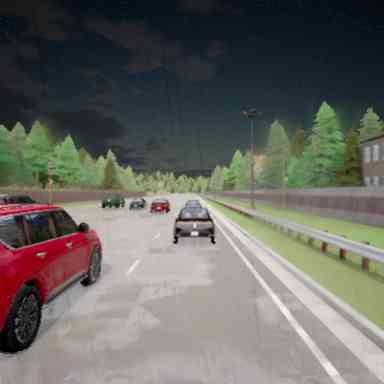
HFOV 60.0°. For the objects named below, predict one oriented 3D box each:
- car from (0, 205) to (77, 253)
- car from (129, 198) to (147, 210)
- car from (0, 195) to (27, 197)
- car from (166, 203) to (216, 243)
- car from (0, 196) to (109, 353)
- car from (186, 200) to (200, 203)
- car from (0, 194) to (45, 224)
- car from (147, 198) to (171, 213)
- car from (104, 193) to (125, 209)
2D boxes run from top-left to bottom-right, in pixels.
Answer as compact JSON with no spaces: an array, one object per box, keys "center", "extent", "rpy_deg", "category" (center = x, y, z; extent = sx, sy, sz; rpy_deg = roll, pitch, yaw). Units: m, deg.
[{"center":[-6.899,1.469,14.714],"extent":[1.882,1.535,5.008],"rpy_deg":[0,0,0],"category":"car"},{"center":[-6.892,1.500,43.115],"extent":[1.812,1.442,4.674],"rpy_deg":[0,0,0],"category":"car"},{"center":[-10.397,1.212,18.416],"extent":[2.150,2.045,5.566],"rpy_deg":[0,0,0],"category":"car"},{"center":[0.101,1.483,15.978],"extent":[2.128,1.511,4.902],"rpy_deg":[0,0,0],"category":"car"},{"center":[-3.399,1.219,6.275],"extent":[2.150,2.045,5.566],"rpy_deg":[0,0,0],"category":"car"},{"center":[0.103,1.527,34.527],"extent":[2.033,1.411,5.357],"rpy_deg":[0,0,0],"category":"car"},{"center":[-13.899,1.208,26.246],"extent":[2.150,2.045,5.566],"rpy_deg":[0,0,0],"category":"car"},{"center":[-3.395,1.456,36.698],"extent":[1.882,1.535,5.008],"rpy_deg":[0,0,0],"category":"car"},{"center":[-10.396,1.197,44.284],"extent":[2.150,2.045,5.566],"rpy_deg":[0,0,0],"category":"car"}]
